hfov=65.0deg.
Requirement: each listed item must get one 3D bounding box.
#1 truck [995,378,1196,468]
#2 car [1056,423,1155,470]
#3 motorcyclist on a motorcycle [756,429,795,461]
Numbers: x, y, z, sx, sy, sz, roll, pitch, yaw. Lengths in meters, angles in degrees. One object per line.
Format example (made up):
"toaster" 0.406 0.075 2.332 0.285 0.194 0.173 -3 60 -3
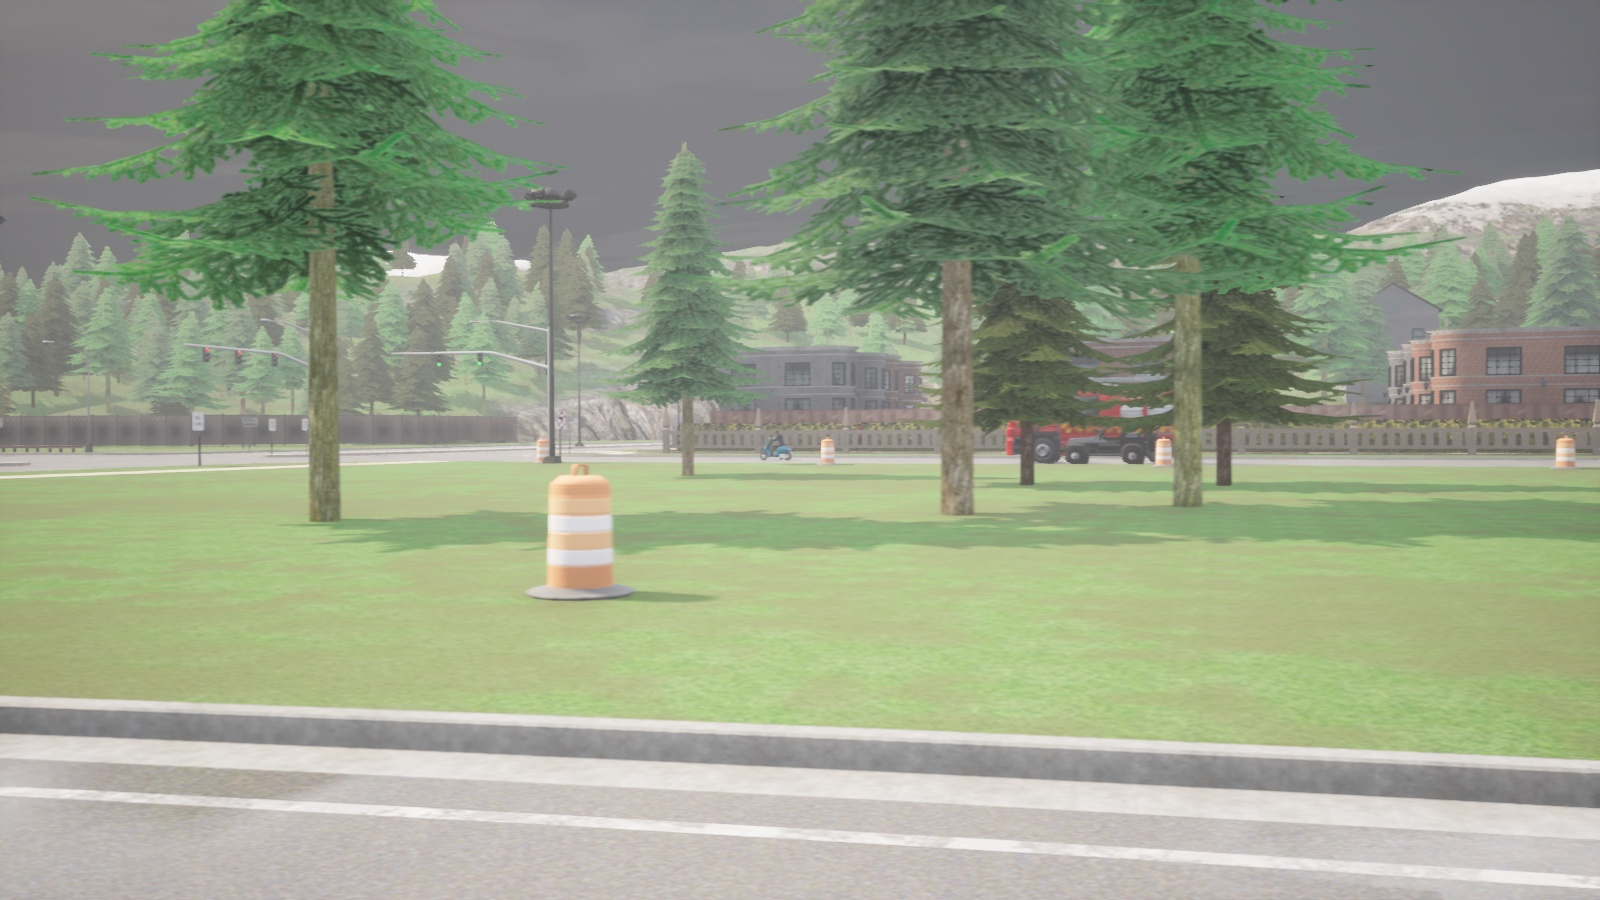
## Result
"truck" 13.228 -1.188 56.187 8.468 3.827 2.891 1 1 18
"car" 12.805 -0.173 52.654 3.866 1.878 1.905 1 1 18
"motorcyclist on a motorcycle" -1.269 -0.261 64.726 1.817 1.590 0.866 1 1 18
